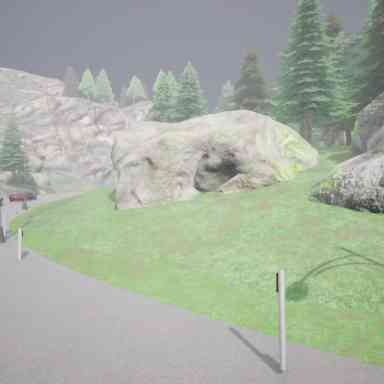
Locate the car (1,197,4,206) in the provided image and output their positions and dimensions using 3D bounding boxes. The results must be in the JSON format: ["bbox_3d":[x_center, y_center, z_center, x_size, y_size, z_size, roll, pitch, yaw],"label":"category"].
[{"bbox_3d":[-20.914,0.784,34.037,1.882,1.535,5.008,0,2,-11],"label":"car"}]

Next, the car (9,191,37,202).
[{"bbox_3d":[-22.209,0.503,43.875,1.994,1.385,4.181,0,2,0],"label":"car"}]
